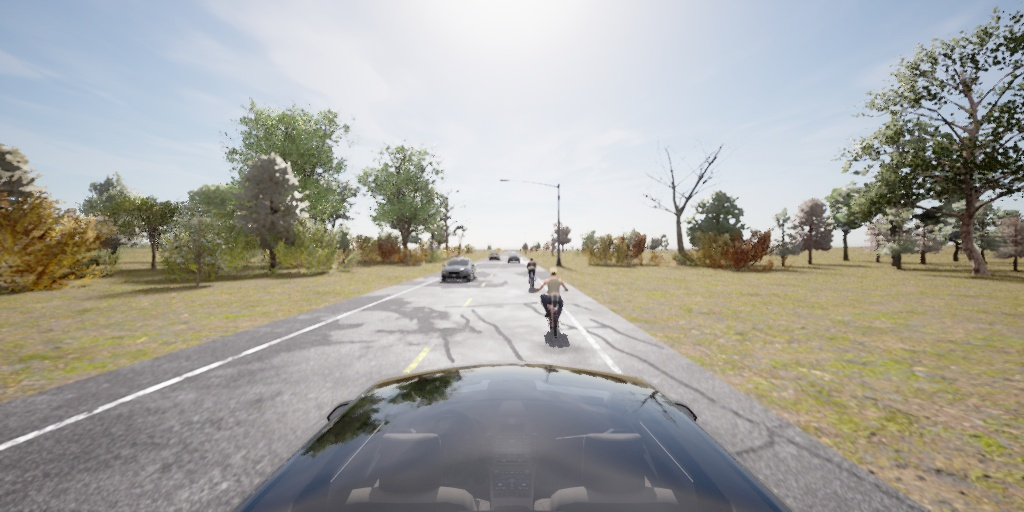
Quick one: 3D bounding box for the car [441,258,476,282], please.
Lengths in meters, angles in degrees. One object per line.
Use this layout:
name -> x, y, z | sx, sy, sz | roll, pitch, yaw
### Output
car -> -3.508, 0.882, 24.168 | 1.837, 1.490, 4.892 | 0, 1, 0

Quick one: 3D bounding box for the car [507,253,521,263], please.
car -> 0.313, 0.346, 57.219 | 1.812, 1.442, 4.674 | 0, 1, 0

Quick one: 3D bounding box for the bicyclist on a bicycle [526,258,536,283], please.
bicyclist on a bicycle -> 1.027, 0.923, 18.584 | 0.582, 1.620, 1.656 | 0, 1, 0

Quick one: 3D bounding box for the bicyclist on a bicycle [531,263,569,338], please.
bicyclist on a bicycle -> 0.991, 1.070, 8.747 | 0.866, 1.612, 1.509 | 0, 1, 0
